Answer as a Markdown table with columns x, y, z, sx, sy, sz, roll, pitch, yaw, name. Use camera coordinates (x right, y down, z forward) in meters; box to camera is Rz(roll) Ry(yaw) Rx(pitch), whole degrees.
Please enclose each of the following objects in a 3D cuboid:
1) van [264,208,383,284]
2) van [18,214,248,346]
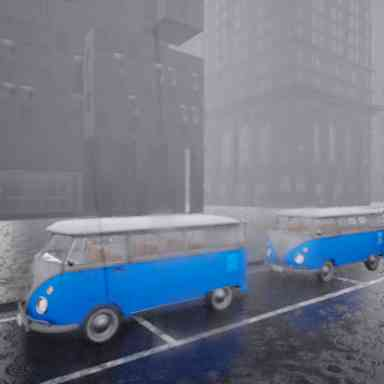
| x | y | z | sx | sy | sz | roll | pitch | yaw | name |
| --- | --- | --- | --- | --- | --- | --- | --- | --- | --- |
| 3.819 | 1.354 | 9.372 | 3.998 | 1.788 | 1.690 | 0 | 0 | -35 | van |
| -0.803 | 1.345 | 6.076 | 3.998 | 1.788 | 1.690 | 0 | 0 | -35 | van |
